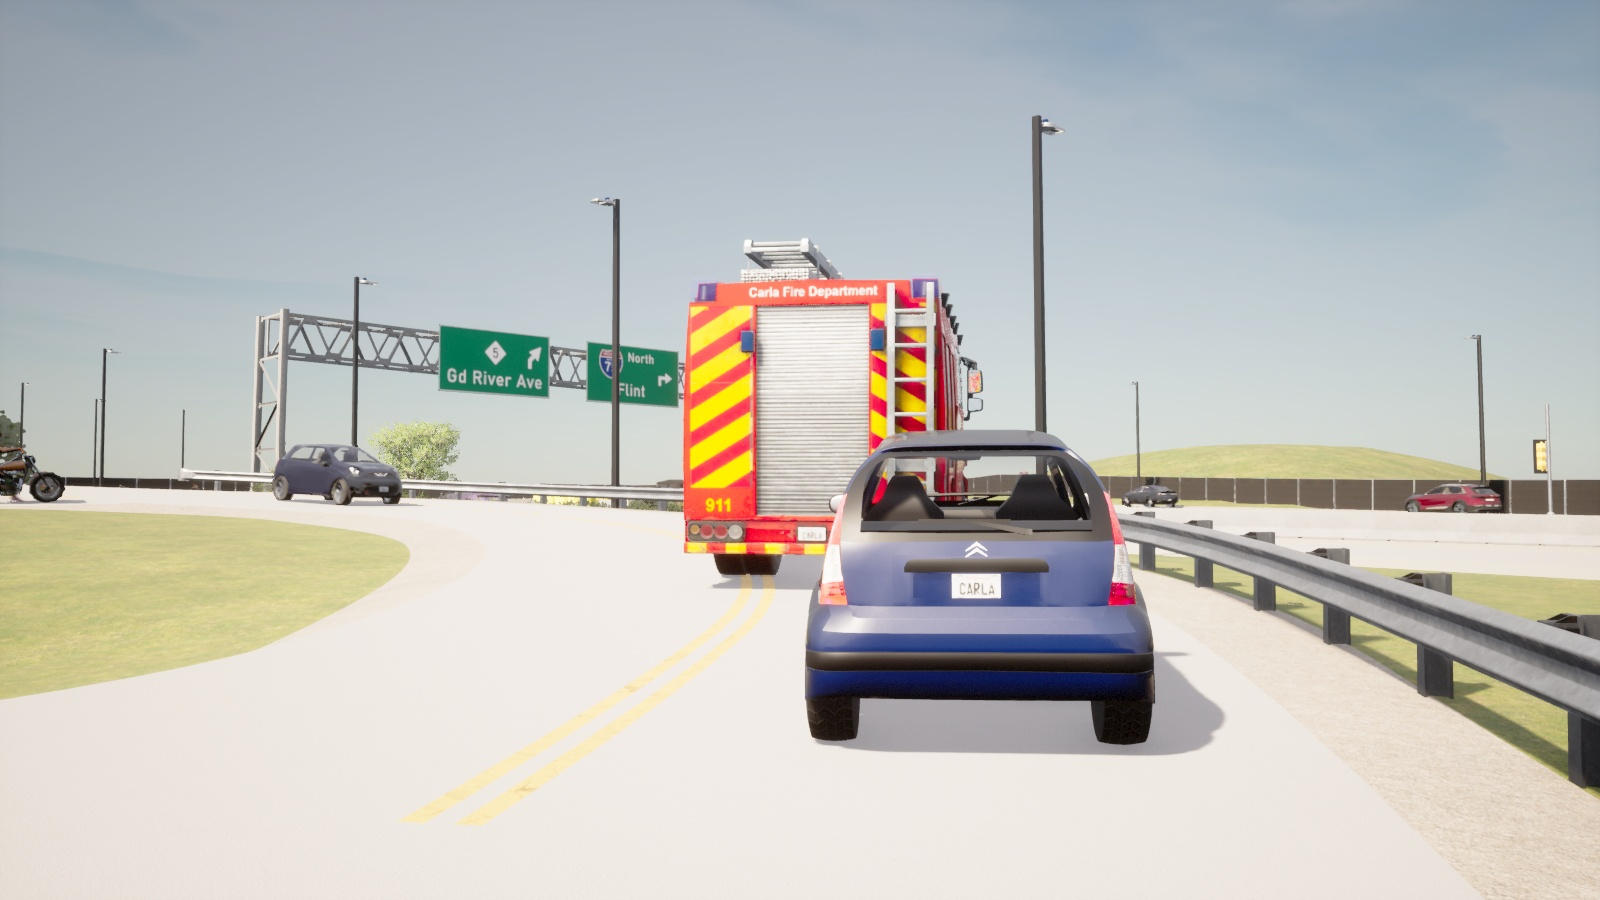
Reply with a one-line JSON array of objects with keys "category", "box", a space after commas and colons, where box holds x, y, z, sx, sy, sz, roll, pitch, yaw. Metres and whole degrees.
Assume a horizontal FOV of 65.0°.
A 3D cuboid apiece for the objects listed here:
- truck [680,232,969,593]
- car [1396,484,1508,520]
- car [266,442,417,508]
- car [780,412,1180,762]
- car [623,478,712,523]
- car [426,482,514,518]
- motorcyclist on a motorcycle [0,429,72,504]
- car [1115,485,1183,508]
[{"category": "truck", "box": [0.800, -0.380, 17.705, 2.891, 3.827, 8.468, 0, 0, 9]}, {"category": "car", "box": [31.707, 2.514, 61.244, 2.033, 1.649, 4.856, 1, -2, -18]}, {"category": "car", "box": [-11.711, 0.625, 32.032, 3.633, 1.501, 1.845, 2, -1, 35]}, {"category": "car", "box": [1.056, 0.646, 7.898, 1.851, 1.617, 3.988, -1, 0, 7]}, {"category": "car", "box": [-5.878, 2.222, 55.599, 1.905, 1.878, 3.866, 3, -3, -45]}, {"category": "car", "box": [-16.062, 2.400, 60.982, 2.033, 1.649, 4.856, 3, -3, -44]}, {"category": "motorcyclist on a motorcycle", "box": [-17.685, 0.360, 27.989, 0.766, 1.649, 2.350, 2, 0, 45]}, {"category": "car", "box": [23.850, 3.197, 86.023, 2.128, 1.511, 4.902, 1, -2, -17]}]
